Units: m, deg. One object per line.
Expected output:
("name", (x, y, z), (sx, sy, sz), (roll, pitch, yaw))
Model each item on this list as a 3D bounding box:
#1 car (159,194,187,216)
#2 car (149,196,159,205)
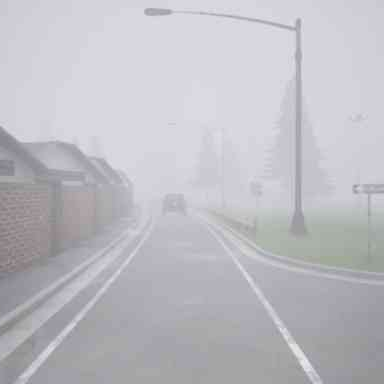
("car", (-1.757, 1.164, 31.430), (2.150, 2.045, 5.566), (0, 0, -7))
("car", (-6.051, 1.393, 55.463), (2.128, 1.511, 4.902), (0, 0, -13))
